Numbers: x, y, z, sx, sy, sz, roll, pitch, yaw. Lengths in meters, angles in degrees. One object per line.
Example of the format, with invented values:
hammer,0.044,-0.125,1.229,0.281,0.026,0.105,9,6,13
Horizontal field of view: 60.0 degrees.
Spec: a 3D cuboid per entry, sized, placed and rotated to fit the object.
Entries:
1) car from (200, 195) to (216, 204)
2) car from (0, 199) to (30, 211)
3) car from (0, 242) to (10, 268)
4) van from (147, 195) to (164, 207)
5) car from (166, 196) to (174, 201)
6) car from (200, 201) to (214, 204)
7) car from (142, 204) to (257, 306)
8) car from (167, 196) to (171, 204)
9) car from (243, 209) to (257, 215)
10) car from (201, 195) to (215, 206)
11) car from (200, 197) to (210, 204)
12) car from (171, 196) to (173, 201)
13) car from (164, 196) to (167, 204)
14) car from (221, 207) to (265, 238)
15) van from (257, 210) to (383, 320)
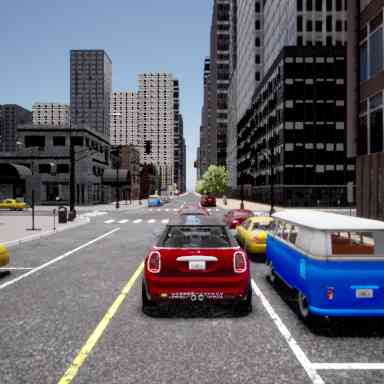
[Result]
car,2.620,1.369,50.743,2.192,1.841,5.009,0,0,0
car,-21.460,1.469,38.541,4.829,1.417,1.752,0,0,0
car,-5.701,1.525,6.847,1.752,1.417,4.829,0,0,0
van,-5.760,1.395,50.730,1.690,1.788,3.998,0,0,0
car,-5.811,1.673,89.227,1.752,1.417,4.829,0,0,0
car,0.077,1.482,17.374,1.882,1.535,5.008,0,0,0
car,0.089,1.352,8.168,2.097,1.767,4.553,0,0,0
car,-5.782,1.529,67.303,1.967,1.590,4.097,0,0,0
car,2.671,1.527,12.863,1.752,1.417,4.829,0,0,0
car,2.612,1.380,56.268,2.192,1.841,5.009,0,0,0
car,2.599,1.655,67.316,1.947,1.339,4.313,0,0,0
car,-5.789,1.653,72.825,2.008,1.369,4.403,0,0,0
car,-5.767,1.505,56.254,1.967,1.590,4.097,0,0,0
car,2.663,1.587,18.355,1.802,1.307,4.206,0,0,0
van,2.678,1.341,7.028,1.690,1.788,3.998,0,0,0
